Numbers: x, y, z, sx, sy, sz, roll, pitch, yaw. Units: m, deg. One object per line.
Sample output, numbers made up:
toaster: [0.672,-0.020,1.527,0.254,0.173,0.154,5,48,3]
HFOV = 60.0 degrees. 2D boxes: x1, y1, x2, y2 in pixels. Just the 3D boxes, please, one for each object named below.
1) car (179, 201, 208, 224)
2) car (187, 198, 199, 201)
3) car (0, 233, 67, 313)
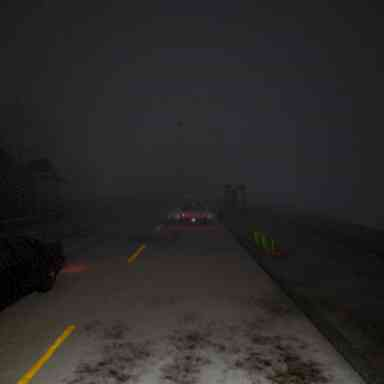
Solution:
car: [0.107,1.525,23.853,1.895,1.301,4.718,0,0,0]
car: [0.108,1.427,38.016,2.033,1.411,5.357,0,0,0]
car: [-4.090,1.528,6.126,2.033,1.411,5.357,0,0,0]
